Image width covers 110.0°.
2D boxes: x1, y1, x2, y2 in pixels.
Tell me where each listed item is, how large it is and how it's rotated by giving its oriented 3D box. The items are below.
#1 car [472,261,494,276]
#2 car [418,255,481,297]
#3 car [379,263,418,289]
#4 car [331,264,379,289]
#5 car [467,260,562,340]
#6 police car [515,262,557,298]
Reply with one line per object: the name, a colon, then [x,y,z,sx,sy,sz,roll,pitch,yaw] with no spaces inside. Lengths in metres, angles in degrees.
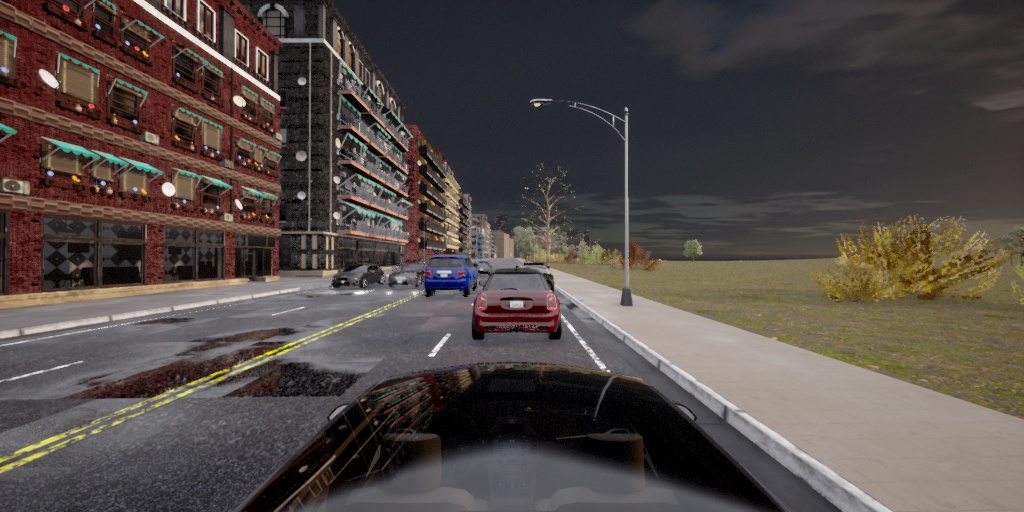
car: [-3.073,1.316,38.463,1.994,1.385,4.181,0,0,0]
car: [-3.116,0.974,19.152,2.150,2.045,5.566,0,0,0]
car: [-6.556,1.243,23.465,2.128,1.511,4.902,0,0,0]
car: [-9.806,1.256,23.218,1.837,1.490,4.892,0,0,0]
car: [0.112,1.103,10.160,2.097,1.767,4.553,0,0,0]
police car: [1.173,1.177,19.656,1.930,1.638,5.238,0,0,0]
